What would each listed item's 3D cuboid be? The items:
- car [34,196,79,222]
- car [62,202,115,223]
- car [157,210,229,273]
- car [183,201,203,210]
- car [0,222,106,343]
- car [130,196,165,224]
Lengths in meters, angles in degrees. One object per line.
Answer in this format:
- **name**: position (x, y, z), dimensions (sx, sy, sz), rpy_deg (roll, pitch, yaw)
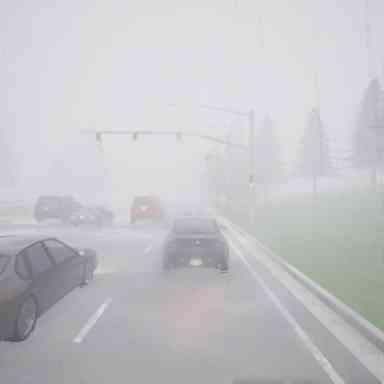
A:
- **car**: position (-10.391, 1.322, 26.374), dimensions (2.150, 2.045, 5.566), rpy_deg (0, 0, 0)
- **car**: position (-6.894, 1.638, 23.373), dimensions (2.033, 1.411, 5.357), rpy_deg (0, 0, 0)
- **car**: position (0.104, 1.546, 10.843), dimensions (1.837, 1.490, 4.892), rpy_deg (0, 0, 0)
- **car**: position (0.111, 1.650, 32.531), dimensions (1.812, 1.442, 4.674), rpy_deg (0, 0, 0)
- **car**: position (-3.401, 1.572, 6.406), dimensions (2.033, 1.411, 5.357), rpy_deg (0, 0, 0)
- **car**: position (-3.392, 1.321, 26.154), dimensions (2.150, 2.045, 5.566), rpy_deg (0, 0, 0)
